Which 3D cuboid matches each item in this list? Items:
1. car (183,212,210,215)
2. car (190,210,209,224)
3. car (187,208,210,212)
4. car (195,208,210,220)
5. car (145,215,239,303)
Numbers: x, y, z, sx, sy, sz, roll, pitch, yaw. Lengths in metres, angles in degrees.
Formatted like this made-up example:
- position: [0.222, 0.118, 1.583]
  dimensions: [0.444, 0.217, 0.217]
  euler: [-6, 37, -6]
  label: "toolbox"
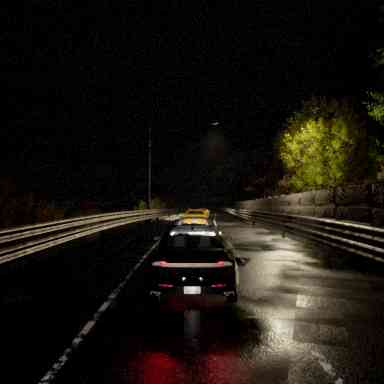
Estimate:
- position: [0.078, 1.831, 15.708]
  dimensions: [1.895, 1.301, 4.718]
  euler: [0, -2, 1]
  label: "car"
- position: [0.898, 2.693, 36.619]
  dimensions: [1.895, 1.301, 4.718]
  euler: [0, -3, 3]
  label: "car"
- position: [0.330, 2.106, 26.192]
  dimensions: [1.882, 1.535, 5.008]
  euler: [0, -3, 2]
  label: "car"
- position: [1.492, 2.987, 46.009]
  dimensions: [1.882, 1.535, 5.008]
  euler: [0, -3, 4]
  label: "car"
- position: [0.012, 1.556, 8.293]
  dimensions: [2.128, 1.511, 4.902]
  euler: [0, -1, 0]
  label: "car"
